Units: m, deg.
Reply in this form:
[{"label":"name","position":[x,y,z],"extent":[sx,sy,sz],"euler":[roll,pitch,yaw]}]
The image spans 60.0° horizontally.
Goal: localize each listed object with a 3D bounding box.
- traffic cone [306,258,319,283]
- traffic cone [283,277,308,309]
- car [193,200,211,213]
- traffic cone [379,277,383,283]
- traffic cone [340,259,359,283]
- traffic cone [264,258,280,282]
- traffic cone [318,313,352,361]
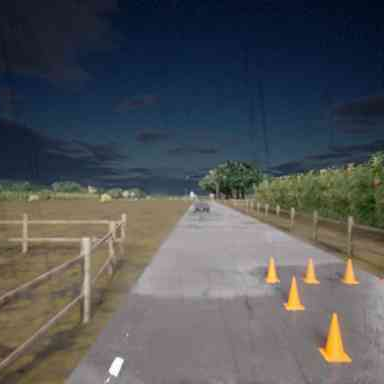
[{"label":"traffic cone","position":[3.078,2.015,8.632],"extent":[0.340,0.580,0.340],"euler":[1,0,1]},{"label":"traffic cone","position":[2.036,1.997,6.654],"extent":[0.340,0.580,0.340],"euler":[1,0,1]},{"label":"car","position":[1.159,1.685,39.439],"extent":[1.837,1.490,4.892],"euler":[1,0,1]},{"label":"traffic cone","position":[5.076,2.039,8.589],"extent":[0.340,0.580,0.340],"euler":[0,0,1]},{"label":"traffic cone","position":[4.078,2.027,8.610],"extent":[0.340,0.580,0.340],"euler":[1,0,1]},{"label":"traffic cone","position":[2.079,2.003,8.653],"extent":[0.340,0.580,0.340],"euler":[1,0,1]},{"label":"traffic cone","position":[1.994,1.991,4.654],"extent":[0.340,0.580,0.340],"euler":[1,0,1]}]
